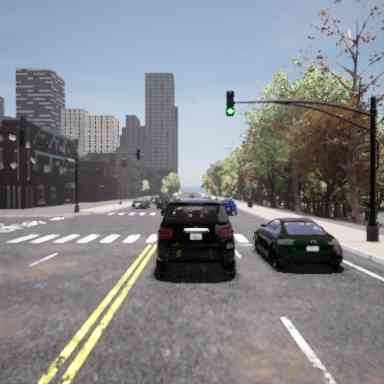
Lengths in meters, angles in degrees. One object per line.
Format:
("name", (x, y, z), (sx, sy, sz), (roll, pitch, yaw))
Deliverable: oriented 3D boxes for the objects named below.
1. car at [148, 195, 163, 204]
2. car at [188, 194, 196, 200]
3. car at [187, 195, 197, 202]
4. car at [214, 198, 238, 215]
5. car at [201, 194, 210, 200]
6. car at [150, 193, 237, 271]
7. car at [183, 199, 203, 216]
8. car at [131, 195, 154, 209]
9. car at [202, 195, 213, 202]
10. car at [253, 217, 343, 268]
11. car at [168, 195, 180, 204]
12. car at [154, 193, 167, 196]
("car", (-6.526, 1.342, 60.230), (2.128, 1.511, 4.902), (0, 0, 1))
("car", (0.006, 1.129, 80.931), (1.837, 1.490, 4.892), (0, 0, 0))
("car", (0.004, 1.342, 70.513), (2.128, 1.511, 4.902), (0, 0, 0))
("car", (3.352, 1.397, 33.523), (1.882, 1.535, 5.008), (0, 0, 0))
("car", (3.256, 1.224, 80.962), (1.895, 1.301, 4.718), (0, 0, 0))
("car", (0.101, 1.197, 10.992), (2.150, 2.045, 5.566), (0, 0, 0))
("car", (0.103, 1.447, 32.982), (1.812, 1.442, 4.674), (0, 0, 0))
("car", (-6.584, 1.387, 42.824), (2.128, 1.511, 4.902), (0, 0, 0))
("car", (3.254, 1.356, 70.513), (2.033, 1.411, 5.357), (0, 0, 0))
("car", (3.351, 1.537, 11.231), (1.994, 1.385, 4.181), (0, 0, 0))
("car", (-3.270, 1.327, 60.896), (1.882, 1.535, 5.008), (0, 0, 1))
("car", (-3.325, 1.116, 43.226), (2.150, 2.045, 5.566), (0, 0, 2))
